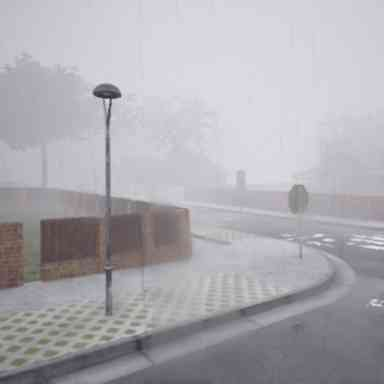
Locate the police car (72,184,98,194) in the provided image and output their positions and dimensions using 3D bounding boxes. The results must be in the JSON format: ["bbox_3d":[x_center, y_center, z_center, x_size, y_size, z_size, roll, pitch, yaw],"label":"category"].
[{"bbox_3d":[-12.494,-0.125,38.812,1.930,1.638,5.238,-1,3,-35],"label":"police car"}]
